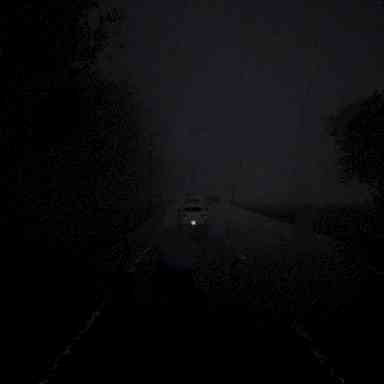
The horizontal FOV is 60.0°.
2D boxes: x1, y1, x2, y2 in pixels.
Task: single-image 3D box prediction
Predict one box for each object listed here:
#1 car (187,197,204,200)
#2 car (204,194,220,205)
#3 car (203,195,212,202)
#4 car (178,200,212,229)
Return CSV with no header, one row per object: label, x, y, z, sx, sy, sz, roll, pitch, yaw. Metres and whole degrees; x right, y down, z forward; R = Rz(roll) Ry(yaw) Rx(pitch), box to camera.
car,0.076,1.487,39.329,2.033,1.411,5.357,0,0,0
car,3.567,1.268,56.679,2.097,1.767,4.553,0,0,0
car,3.458,1.391,73.617,1.837,1.490,4.892,0,0,0
car,0.087,1.493,21.037,1.812,1.442,4.674,0,0,0
